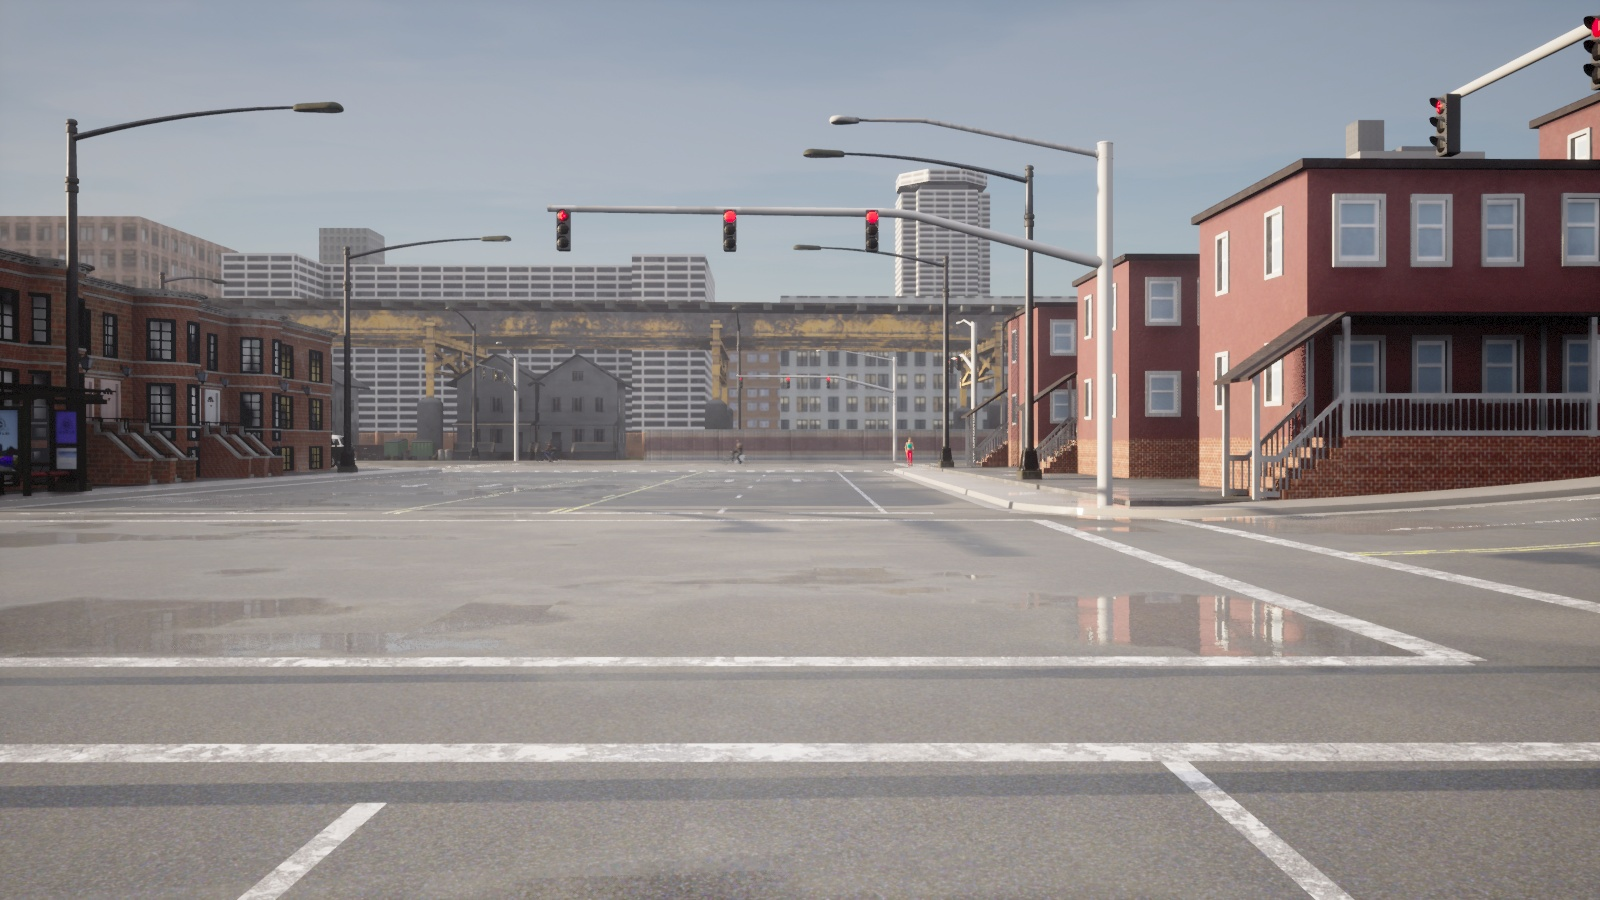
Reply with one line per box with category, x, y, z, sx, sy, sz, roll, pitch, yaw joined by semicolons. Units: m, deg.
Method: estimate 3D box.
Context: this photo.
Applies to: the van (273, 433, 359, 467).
van;-29.763;0.010;77.297;4.480;2.038;2.069;0;0;0
